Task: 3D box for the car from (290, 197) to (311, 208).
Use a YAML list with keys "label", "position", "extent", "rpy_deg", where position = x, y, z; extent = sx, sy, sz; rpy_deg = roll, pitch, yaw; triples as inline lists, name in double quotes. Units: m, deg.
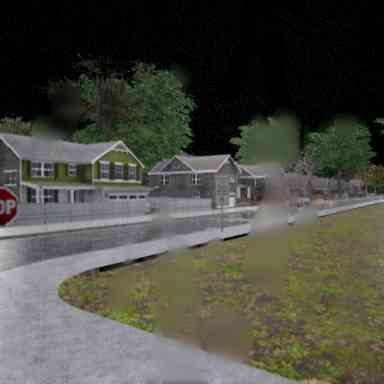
- label: "car"
  position: [15.076, 1.460, 46.110]
  extent: [1.837, 1.490, 4.892]
  rpy_deg: [0, 0, 35]
